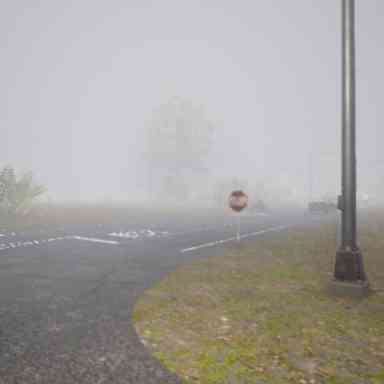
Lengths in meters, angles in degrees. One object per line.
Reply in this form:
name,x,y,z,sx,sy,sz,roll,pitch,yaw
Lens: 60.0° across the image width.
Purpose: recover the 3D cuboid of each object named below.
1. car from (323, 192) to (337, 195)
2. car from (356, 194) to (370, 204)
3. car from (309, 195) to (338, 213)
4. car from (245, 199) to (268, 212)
car,27.358,1.046,65.919,2.150,2.045,5.566,0,0,36
car,29.781,1.398,58.828,1.994,1.385,4.181,0,0,30
car,14.083,1.412,35.696,1.882,1.535,5.008,0,0,36
car,6.900,1.499,37.739,2.033,1.411,5.357,0,0,36
